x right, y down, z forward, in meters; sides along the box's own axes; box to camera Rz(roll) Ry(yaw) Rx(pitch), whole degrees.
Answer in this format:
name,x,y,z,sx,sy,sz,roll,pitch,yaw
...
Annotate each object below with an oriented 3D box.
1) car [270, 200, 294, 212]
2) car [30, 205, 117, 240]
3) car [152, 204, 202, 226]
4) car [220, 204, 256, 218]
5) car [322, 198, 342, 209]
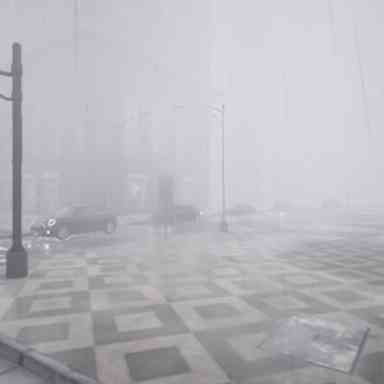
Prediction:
name,x,y,z,sx,sy,sz,roll,pitch,yaw
car,11.987,1.820,43.991,1.837,1.490,4.892,0,1,36
car,-6.451,1.526,18.415,2.097,1.767,4.553,0,0,37
car,-1.082,1.721,25.862,1.837,1.490,4.892,0,0,36
car,4.756,1.863,34.004,1.895,1.301,4.718,0,0,36
car,22.452,1.731,53.215,2.097,1.767,4.553,0,0,35
